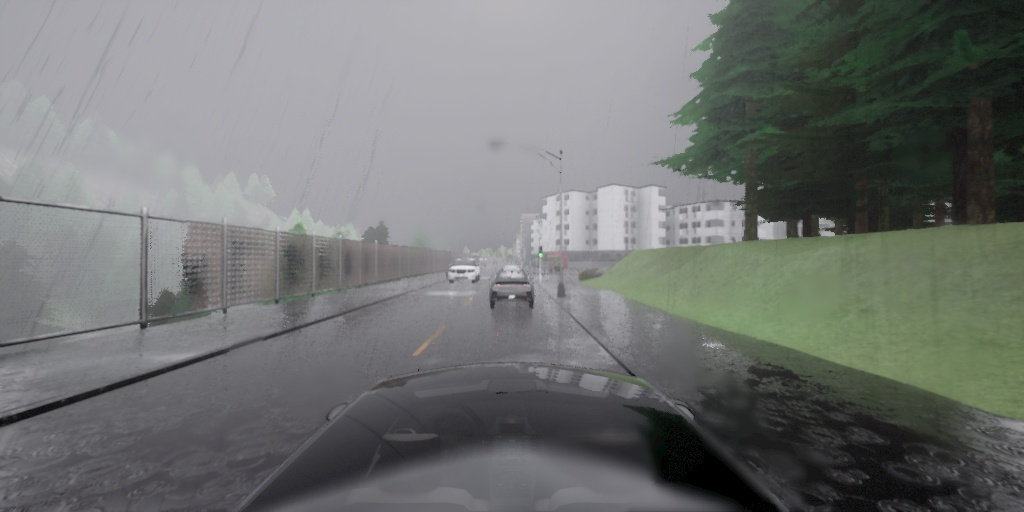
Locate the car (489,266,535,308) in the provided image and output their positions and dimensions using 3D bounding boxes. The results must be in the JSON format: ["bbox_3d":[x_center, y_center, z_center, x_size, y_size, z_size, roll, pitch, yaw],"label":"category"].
[{"bbox_3d":[0.001,1.379,16.155,2.128,1.511,4.902,0,0,0],"label":"car"}]

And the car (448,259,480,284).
[{"bbox_3d":[-4.011,1.232,30.899,2.150,2.045,5.566,0,-1,0],"label":"car"}]
